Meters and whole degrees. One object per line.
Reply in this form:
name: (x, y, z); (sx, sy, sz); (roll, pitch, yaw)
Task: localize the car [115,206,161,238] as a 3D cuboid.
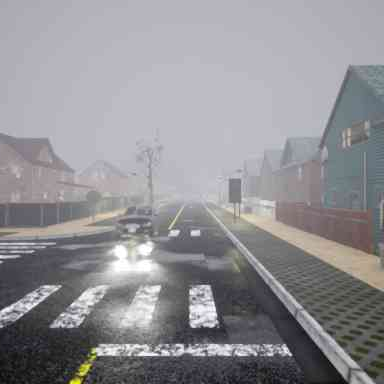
car: (-2.741, 1.500, 17.698); (2.128, 1.511, 4.902); (0, 0, 0)
